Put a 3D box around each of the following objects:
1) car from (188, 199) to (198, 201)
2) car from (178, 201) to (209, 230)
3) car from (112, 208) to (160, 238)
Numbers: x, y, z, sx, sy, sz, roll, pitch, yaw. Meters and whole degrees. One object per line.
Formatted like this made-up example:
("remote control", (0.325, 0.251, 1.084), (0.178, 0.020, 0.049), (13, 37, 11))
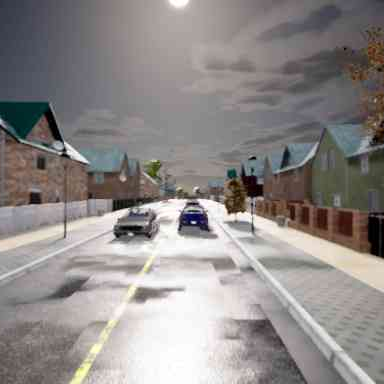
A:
("car", (0.097, 1.624, 41.700), (1.812, 1.442, 4.674), (0, 0, 0))
("car", (0.096, 1.559, 21.117), (1.812, 1.442, 4.674), (0, 0, 0))
("car", (-2.820, 1.574, 17.999), (2.033, 1.411, 5.357), (0, 0, 0))
